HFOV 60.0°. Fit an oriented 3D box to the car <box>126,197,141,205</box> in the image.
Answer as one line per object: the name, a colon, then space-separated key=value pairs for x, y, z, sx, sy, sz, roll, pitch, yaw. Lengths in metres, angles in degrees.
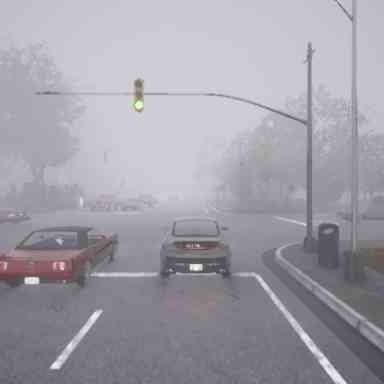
car: x=-10.625 y=1.565 z=60.546 sx=1.895 sy=1.301 sz=4.718 roll=0 pitch=0 yaw=-1

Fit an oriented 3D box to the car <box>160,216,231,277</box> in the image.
car: x=0.096 y=1.506 z=10.208 sx=1.837 sy=1.490 sz=4.892 roll=0 pitch=0 yaw=0

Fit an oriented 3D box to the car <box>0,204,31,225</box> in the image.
car: x=-13.847 y=1.548 z=22.878 sx=5.357 sy=1.411 sz=2.033 roll=0 pitch=0 yaw=16

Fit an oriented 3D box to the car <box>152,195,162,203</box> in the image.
car: x=-7.469 y=1.433 z=70.685 sx=1.812 sy=1.442 sz=4.674 roll=0 pitch=0 yaw=-3

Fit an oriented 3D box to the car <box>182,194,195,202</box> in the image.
car: x=-0.536 y=1.448 z=71.998 sx=1.994 sy=1.385 sz=4.181 roll=0 pitch=0 yaw=-4

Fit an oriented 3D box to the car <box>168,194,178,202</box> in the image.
car: x=-4.009 y=1.262 z=71.451 sx=2.097 sy=1.767 sz=4.553 roll=0 pitch=0 yaw=-4

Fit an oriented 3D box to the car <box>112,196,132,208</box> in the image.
car: x=-10.574 y=1.472 z=50.460 sx=1.882 sy=1.535 sz=5.008 roll=0 pitch=0 yaw=0

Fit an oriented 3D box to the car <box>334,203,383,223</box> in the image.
car: x=13.724 y=1.551 z=25.070 sx=5.357 sy=1.411 sz=2.033 roll=0 pitch=0 yaw=0

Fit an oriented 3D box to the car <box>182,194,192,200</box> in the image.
car: x=-1.274 y=1.211 z=81.878 sx=2.033 sy=1.411 sz=5.357 roll=0 pitch=0 yaw=-7

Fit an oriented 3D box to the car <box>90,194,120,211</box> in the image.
car: x=-10.605 y=1.224 z=40.575 sx=2.150 sy=2.045 sz=5.566 roll=0 pitch=0 yaw=0

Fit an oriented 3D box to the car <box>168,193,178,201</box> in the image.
car: x=-4.762 y=1.194 z=81.521 sx=2.097 sy=1.767 sz=4.553 roll=0 pitch=0 yaw=-7

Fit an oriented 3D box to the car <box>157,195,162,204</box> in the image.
car: x=-7.120 y=1.443 z=60.415 sx=1.882 sy=1.535 sz=5.008 roll=0 pitch=0 yaw=-1

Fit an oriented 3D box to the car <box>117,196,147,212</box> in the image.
car: x=-7.107 y=1.550 z=40.048 sx=2.033 sy=1.411 sz=5.357 roll=0 pitch=0 yaw=0

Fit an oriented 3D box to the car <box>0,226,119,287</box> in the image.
car: x=-3.402 y=1.601 z=9.303 sx=1.895 sy=1.301 sz=4.718 roll=0 pitch=0 yaw=0

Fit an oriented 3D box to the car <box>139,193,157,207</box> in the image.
car: x=-7.065 y=1.217 z=50.226 sx=2.150 sy=2.045 sz=5.566 roll=0 pitch=0 yaw=-1
